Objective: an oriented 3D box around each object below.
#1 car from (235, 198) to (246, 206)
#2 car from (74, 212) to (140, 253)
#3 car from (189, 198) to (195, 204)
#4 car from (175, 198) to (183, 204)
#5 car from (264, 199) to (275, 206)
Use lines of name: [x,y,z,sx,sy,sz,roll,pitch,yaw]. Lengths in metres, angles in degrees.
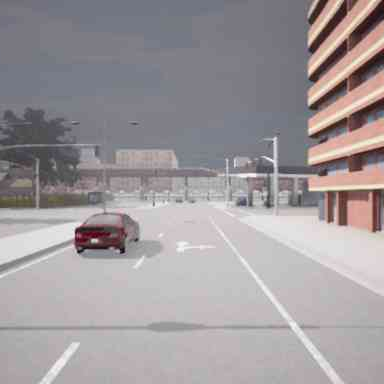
car: [9.694,1.926,64.851,2.242,1.667,4.611,0,-1,0]
car: [-3.498,1.620,14.465,1.882,1.535,5.008,0,0,0]
car: [-0.022,2.399,89.520,2.033,1.411,5.357,0,-1,0]
car: [-3.522,2.338,89.520,1.882,1.535,5.008,0,-1,0]
car: [15.439,2.093,65.613,1.970,1.475,3.806,0,-1,0]
